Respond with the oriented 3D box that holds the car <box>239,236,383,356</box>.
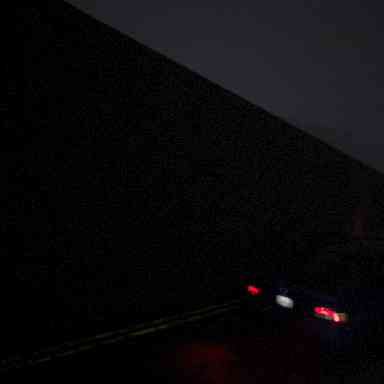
[{"bbox_3d":[3.279,1.550,6.071,5.357,1.411,2.033,0,0,-37],"label":"car"}]
